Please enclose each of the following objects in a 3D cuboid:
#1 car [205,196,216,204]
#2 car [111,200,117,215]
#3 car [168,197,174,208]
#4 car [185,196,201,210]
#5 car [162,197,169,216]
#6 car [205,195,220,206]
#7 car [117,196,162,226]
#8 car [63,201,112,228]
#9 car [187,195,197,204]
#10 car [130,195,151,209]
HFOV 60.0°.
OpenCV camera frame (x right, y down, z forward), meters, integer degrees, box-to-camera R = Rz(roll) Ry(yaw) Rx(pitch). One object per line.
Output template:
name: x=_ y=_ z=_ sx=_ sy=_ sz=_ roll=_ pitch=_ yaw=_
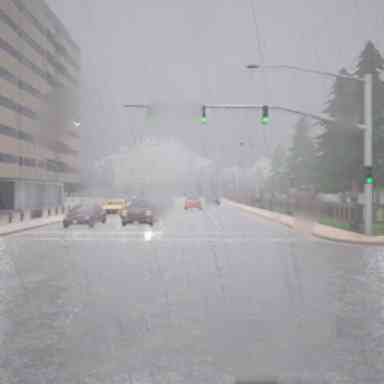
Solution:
car: x=3.521 y=1.500 z=63.669 sx=1.994 sy=1.385 sz=4.181 roll=0 pitch=0 yaw=0
car: x=-7.079 y=1.474 z=31.622 sx=1.882 sy=1.535 sz=5.008 roll=0 pitch=0 yaw=0
car: x=-3.545 y=1.459 z=46.915 sx=2.128 sy=1.511 sz=4.902 roll=0 pitch=0 yaw=1
car: x=0.114 y=1.323 z=43.246 sx=2.097 sy=1.767 sz=4.553 roll=0 pitch=0 yaw=0
car: x=-3.577 y=1.518 z=32.532 sx=1.812 sy=1.442 sz=4.674 roll=0 pitch=0 yaw=0
car: x=3.518 y=1.301 z=55.243 sx=2.097 sy=1.767 sz=4.553 roll=0 pitch=0 yaw=0
car: x=-3.584 y=1.359 z=23.548 sx=2.097 sy=1.767 sz=4.553 roll=0 pitch=0 yaw=0
car: x=-7.085 y=1.537 z=22.467 sx=1.812 sy=1.442 sz=4.674 roll=0 pitch=0 yaw=0
car: x=0.021 y=1.414 z=64.389 sx=1.882 sy=1.535 sz=5.008 roll=0 pitch=0 yaw=0
car: x=-7.041 y=1.325 z=45.987 sx=2.097 sy=1.767 sz=4.553 roll=0 pitch=0 yaw=0
